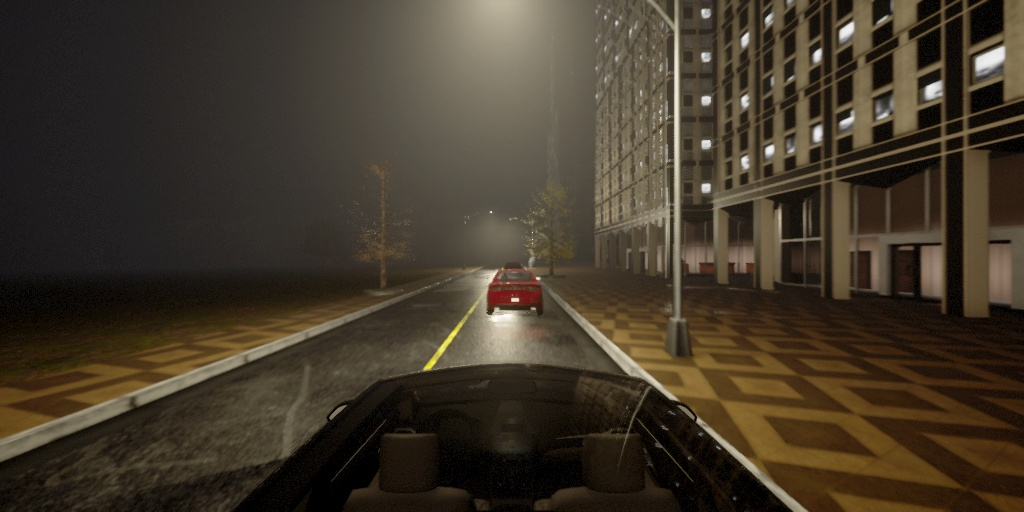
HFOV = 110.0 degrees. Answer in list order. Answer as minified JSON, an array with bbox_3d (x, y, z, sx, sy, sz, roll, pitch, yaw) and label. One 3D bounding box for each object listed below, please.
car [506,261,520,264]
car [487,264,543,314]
[{"bbox_3d":[0.104,1.245,37.600,1.882,1.535,5.008,0,0,0],"label":"car"},{"bbox_3d":[0.100,1.233,13.775,1.882,1.535,5.008,0,0,0],"label":"car"}]
